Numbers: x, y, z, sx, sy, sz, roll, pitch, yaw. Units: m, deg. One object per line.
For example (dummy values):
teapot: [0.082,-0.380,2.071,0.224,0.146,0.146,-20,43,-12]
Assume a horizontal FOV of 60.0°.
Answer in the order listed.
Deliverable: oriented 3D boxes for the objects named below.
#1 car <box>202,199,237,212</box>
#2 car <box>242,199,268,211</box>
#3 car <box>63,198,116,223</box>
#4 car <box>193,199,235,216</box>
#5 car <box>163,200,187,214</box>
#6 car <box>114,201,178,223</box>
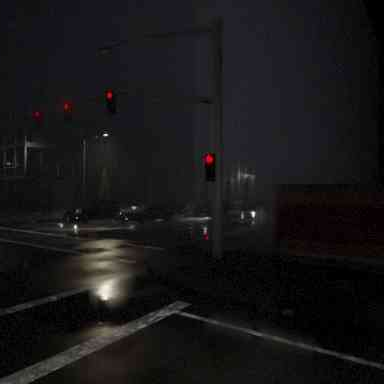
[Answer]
car: [3.529,1.597,41.776,2.033,1.411,5.357,0,0,35]
car: [8.008,1.576,41.997,1.812,1.442,4.674,0,0,36]
car: [-7.744,1.401,26.025,2.097,1.767,4.553,0,0,36]
car: [2.037,1.528,33.678,1.882,1.535,5.008,0,0,35]
car: [-2.426,1.554,33.458,1.837,1.490,4.892,0,0,36]
car: [-3.479,1.651,25.975,1.895,1.301,4.718,0,0,36]
